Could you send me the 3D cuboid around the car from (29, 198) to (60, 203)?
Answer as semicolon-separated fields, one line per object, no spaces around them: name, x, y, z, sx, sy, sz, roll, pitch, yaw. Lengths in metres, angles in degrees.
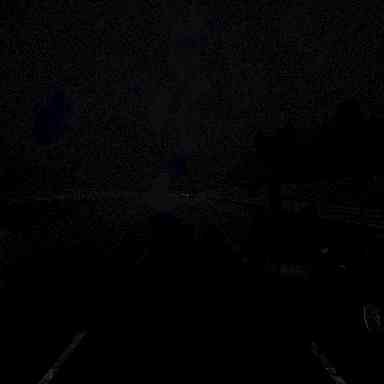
car;-17.475;1.493;40.585;1.837;1.490;4.892;0;0;0

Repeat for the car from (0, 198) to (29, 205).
car;-20.975;1.540;40.491;1.994;1.385;4.181;0;0;0

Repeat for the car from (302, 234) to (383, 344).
car;3.608;1.528;6.279;1.812;1.442;4.674;0;0;0
